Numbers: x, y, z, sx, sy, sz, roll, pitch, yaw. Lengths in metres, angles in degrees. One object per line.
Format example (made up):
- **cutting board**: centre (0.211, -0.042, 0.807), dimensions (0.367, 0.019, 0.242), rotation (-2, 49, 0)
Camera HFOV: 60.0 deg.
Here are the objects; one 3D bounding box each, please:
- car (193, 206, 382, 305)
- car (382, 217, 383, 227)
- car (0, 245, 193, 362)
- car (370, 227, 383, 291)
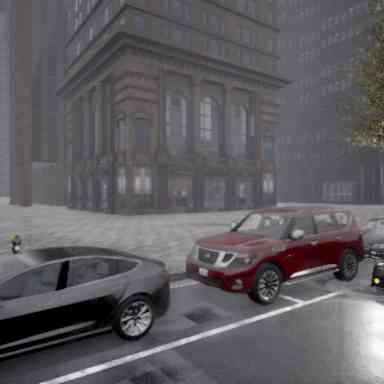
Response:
- **car**: centre (2.288, 1.311, 8.259), dimensions (5.009, 1.841, 2.192), rotation (0, 0, -35)
- **car**: centre (6.919, 1.543, 11.544), dimensions (4.403, 1.369, 2.008), rotation (0, 0, -35)
- **car**: centre (-2.342, 1.566, 4.974), dimensions (4.313, 1.339, 1.947), rotation (0, 0, -35)
- **car**: centre (5.918, 1.558, 7.568), dimensions (4.181, 1.385, 1.994), rotation (0, 0, -35)
